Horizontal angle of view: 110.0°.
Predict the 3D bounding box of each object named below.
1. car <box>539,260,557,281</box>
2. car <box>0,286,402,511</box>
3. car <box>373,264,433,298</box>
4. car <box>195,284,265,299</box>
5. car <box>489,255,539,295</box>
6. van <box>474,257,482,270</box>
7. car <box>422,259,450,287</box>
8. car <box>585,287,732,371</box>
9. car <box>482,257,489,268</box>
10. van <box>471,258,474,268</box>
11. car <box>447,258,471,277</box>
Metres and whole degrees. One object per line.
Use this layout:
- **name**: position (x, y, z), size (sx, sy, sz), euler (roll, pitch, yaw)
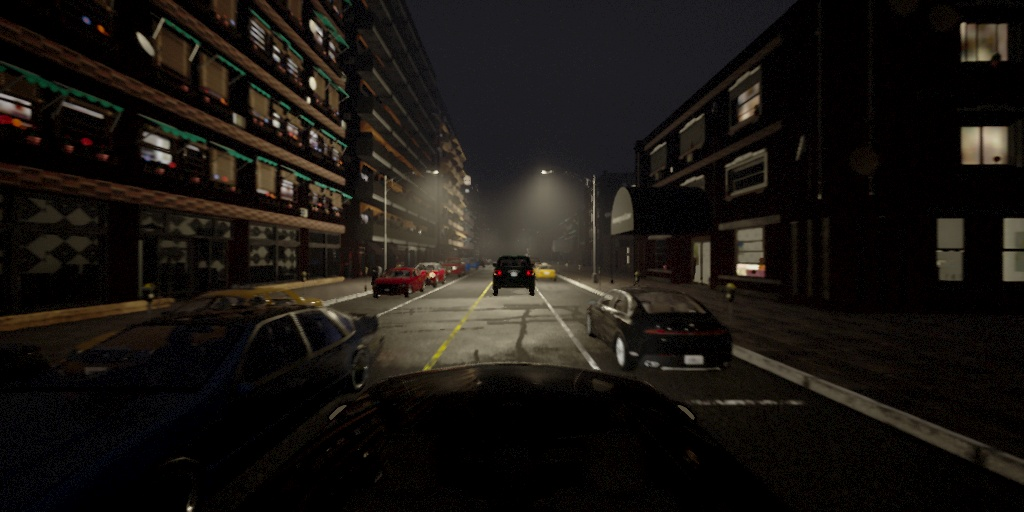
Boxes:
- **car**: position (2.685, 1.289, 29.816), size (1.751, 1.417, 4.829), euler (0, 0, 0)
- **car**: position (-3.096, 1.298, 3.918), size (2.033, 1.411, 5.357), euler (0, 0, 0)
- **car**: position (-5.694, 1.301, 18.566), size (1.888, 1.381, 4.507), euler (0, 0, 0)
- **car**: position (-5.692, 1.277, 7.317), size (1.751, 1.417, 4.829), euler (0, 0, 0)
- **car**: position (0.097, 0.979, 20.005), size (2.150, 2.045, 5.566), euler (0, 0, 0)
- **van**: position (-5.699, 1.130, 51.801), size (1.690, 1.789, 3.998), euler (0, 0, 0)
- **car**: position (-5.694, 1.199, 24.105), size (1.967, 1.591, 4.097), euler (0, 0, 0)
- **car**: position (2.689, 1.302, 7.489), size (2.007, 1.370, 4.403), euler (0, 0, 0)
- **car**: position (-5.701, 1.124, 62.879), size (2.192, 1.841, 5.009), euler (0, 0, 0)
- **van**: position (-5.697, 1.115, 40.724), size (1.690, 1.789, 3.998), euler (0, 0, 0)
- **car**: position (-5.696, 1.083, 35.184), size (2.192, 1.841, 5.009), euler (0, 0, 0)
